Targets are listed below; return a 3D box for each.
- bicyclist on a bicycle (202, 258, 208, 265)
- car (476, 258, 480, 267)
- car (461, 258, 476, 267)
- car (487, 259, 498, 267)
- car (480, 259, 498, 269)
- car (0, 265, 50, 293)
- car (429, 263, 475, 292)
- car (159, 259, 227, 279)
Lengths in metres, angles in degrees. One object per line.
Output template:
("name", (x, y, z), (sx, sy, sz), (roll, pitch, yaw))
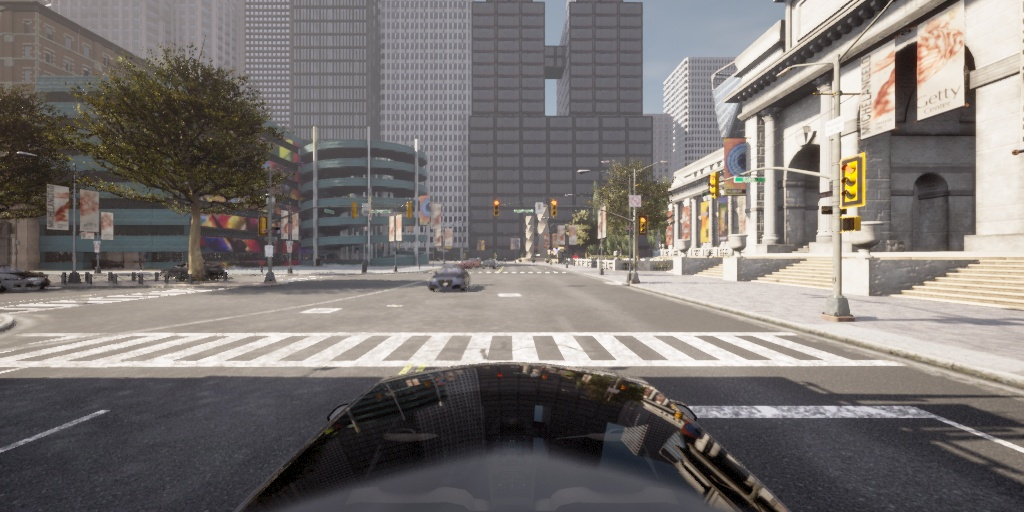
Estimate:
("bicyclist on a bicycle", (-34.155, 1.051, 39.630), (0.582, 1.620, 1.656), (0, 0, 0))
("car", (-6.986, 1.102, 63.159), (2.097, 1.767, 4.553), (0, 0, 0))
("car", (-6.994, 1.351, 54.363), (1.895, 1.301, 4.718), (0, 0, 0))
("car", (-3.484, 1.276, 64.886), (1.812, 1.442, 4.674), (0, 0, 0))
("car", (-3.495, 1.255, 55.686), (1.837, 1.490, 4.892), (0, 0, 0))
("car", (-29.161, 1.242, 20.161), (4.902, 1.511, 2.128), (0, 0, 0))
("car", (-3.562, 1.314, 21.195), (1.994, 1.385, 4.181), (0, 0, 0))
("car", (-28.449, 1.255, 31.852), (4.892, 1.490, 1.837), (0, 0, 0))
